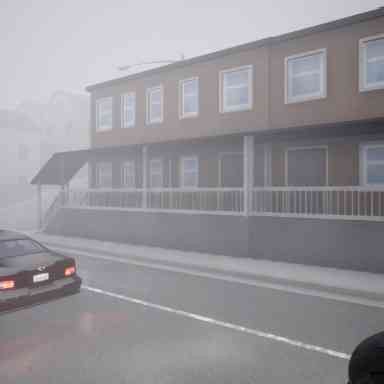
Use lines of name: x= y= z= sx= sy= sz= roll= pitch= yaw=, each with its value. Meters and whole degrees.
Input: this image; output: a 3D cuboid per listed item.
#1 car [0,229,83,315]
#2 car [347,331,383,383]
car: x=-4.687 y=1.547 z=7.306 sx=5.357 sy=1.411 sz=2.033 roll=0 pitch=0 yaw=36
car: x=3.438 y=1.478 z=1.536 sx=5.008 sy=1.535 sz=1.882 roll=0 pitch=0 yaw=35
